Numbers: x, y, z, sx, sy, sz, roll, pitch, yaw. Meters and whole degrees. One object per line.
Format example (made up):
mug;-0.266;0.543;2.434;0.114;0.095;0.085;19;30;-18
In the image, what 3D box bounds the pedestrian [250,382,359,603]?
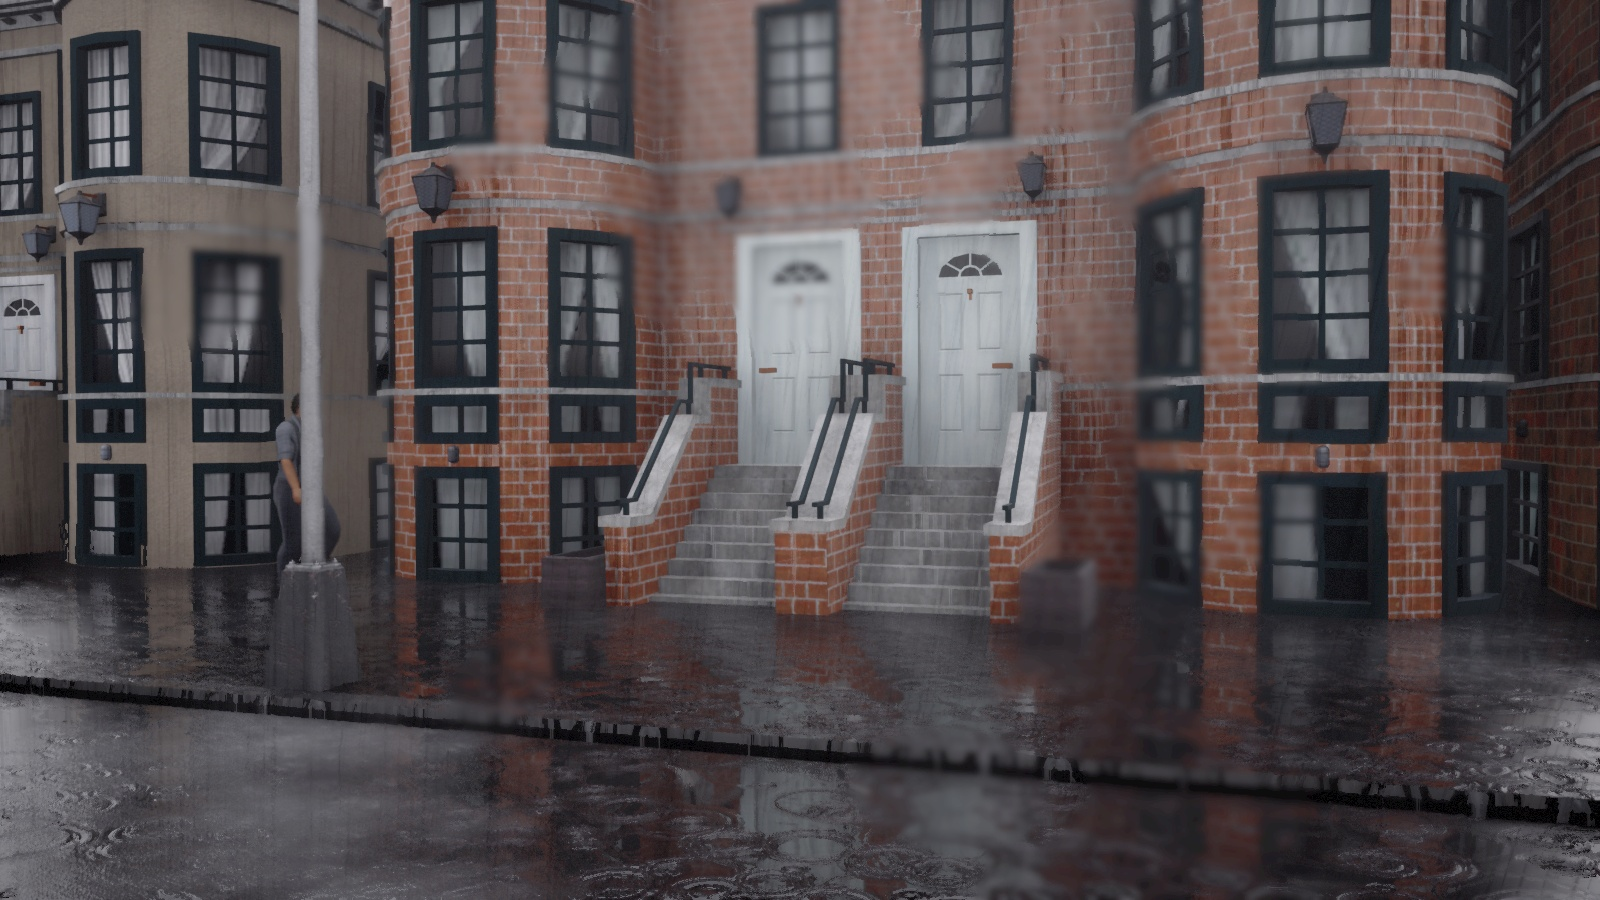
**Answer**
pedestrian;-4.281;0.346;10.868;0.694;1.848;0.540;1;1;22
